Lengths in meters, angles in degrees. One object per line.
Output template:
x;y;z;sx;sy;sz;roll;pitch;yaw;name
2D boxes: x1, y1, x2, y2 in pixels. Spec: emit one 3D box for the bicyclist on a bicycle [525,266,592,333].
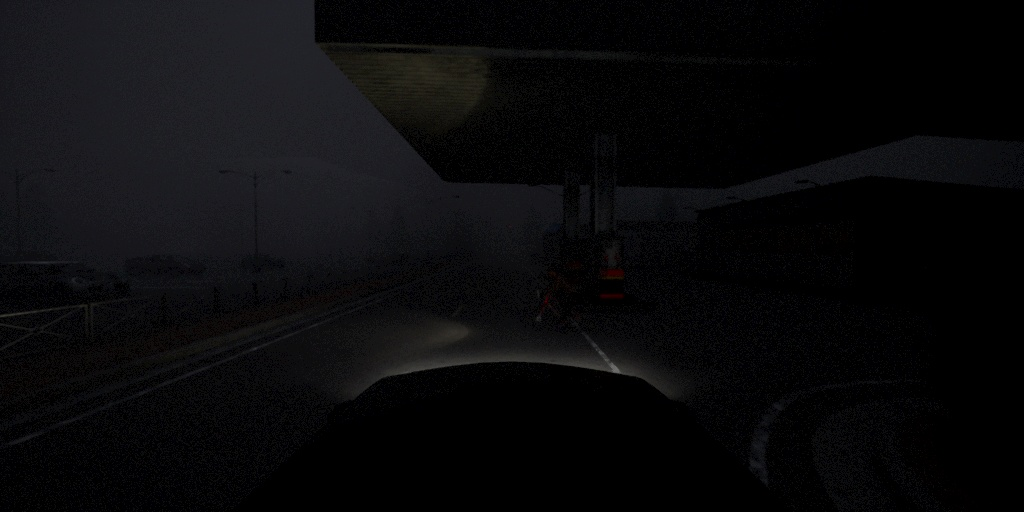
1.133;1.064;8.704;1.656;1.620;0.582;0;1;0;bicyclist on a bicycle
